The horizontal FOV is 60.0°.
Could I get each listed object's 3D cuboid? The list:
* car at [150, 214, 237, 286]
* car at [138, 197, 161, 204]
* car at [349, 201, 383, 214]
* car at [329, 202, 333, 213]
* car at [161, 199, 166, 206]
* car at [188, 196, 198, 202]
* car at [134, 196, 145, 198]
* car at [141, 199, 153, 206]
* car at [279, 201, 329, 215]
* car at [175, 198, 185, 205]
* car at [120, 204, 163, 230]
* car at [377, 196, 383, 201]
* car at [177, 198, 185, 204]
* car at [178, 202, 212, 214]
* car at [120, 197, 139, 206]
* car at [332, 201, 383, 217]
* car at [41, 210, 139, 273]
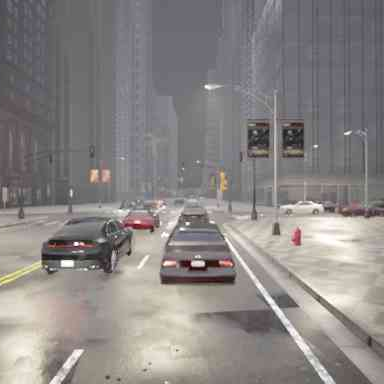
[{"bbox_3d":[0.128,1.593,9.608,2.033,1.411,5.357,0,0,0],"label":"car"},{"bbox_3d":[-6.479,1.952,50.714,2.033,1.411,5.357,0,-1,0],"label":"car"},{"bbox_3d":[20.913,1.776,38.659,4.313,1.339,1.947,0,-1,-1],"label":"car"},{"bbox_3d":[15.273,1.795,38.584,4.313,1.339,1.947,0,-1,-1],"label":"car"},{"bbox_3d":[-6.434,1.854,59.997,2.097,1.767,4.553,0,-1,0],"label":"car"},{"bbox_3d":[0.183,1.962,80.500,2.150,2.045,5.566,0,-1,0],"label":"car"},{"bbox_3d":[-9.680,1.730,60.629,2.150,2.045,5.566,0,-1,0],"label":"car"},{"bbox_3d":[-9.589,2.149,70.974,1.812,1.442,4.674,0,-1,0],"label":"car"},{"bbox_3d":[11.717,1.725,35.779,4.674,1.442,1.812,0,-1,-1],"label":"car"},{"bbox_3d":[-3.071,2.193,78.636,1.882,1.535,5.008,0,-1,0],"label":"car"},{"bbox_3d":[-3.151,1.686,20.962,1.994,1.385,4.181,0,0,-1],"label":"car"},{"bbox_3d":[21.551,1.388,35.920,5.566,2.045,2.150,0,-1,-1],"label":"car"},{"bbox_3d":[-3.044,2.416,91.201,1.994,1.385,4.181,0,-1,0],"label":"car"},{"bbox_3d":[0.183,1.630,21.262,1.837,1.490,4.892,0,0,3],"label":"car"},{"bbox_3d":[-9.760,1.908,50.609,1.837,1.490,4.892,0,-1,-2],"label":"car"},{"bbox_3d":[15.384,1.681,30.061,4.206,1.307,1.802,0,-1,-1],"label":"car"},{"bbox_3d":[-3.125,1.557,10.789,1.837,1.490,4.892,0,0,0],"label":"car"}]
